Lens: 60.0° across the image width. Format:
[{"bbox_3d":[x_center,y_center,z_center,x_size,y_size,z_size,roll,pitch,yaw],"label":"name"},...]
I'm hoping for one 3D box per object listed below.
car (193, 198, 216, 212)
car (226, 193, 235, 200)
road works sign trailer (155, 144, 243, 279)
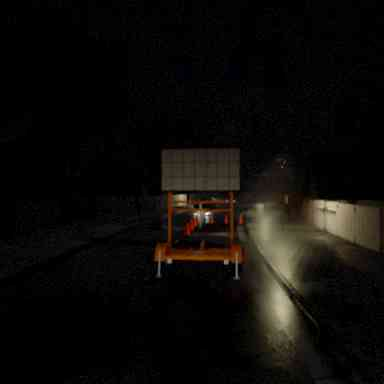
[{"bbox_3d":[1.492,1.370,37.156,2.033,1.411,5.357,0,0,13],"label":"car"},{"bbox_3d":[9.006,0.893,78.095,2.097,1.767,4.553,0,0,4],"label":"car"},{"bbox_3d":[0.266,0.405,9.864,2.380,3.560,2.880,0,0,5],"label":"road works sign trailer"}]
